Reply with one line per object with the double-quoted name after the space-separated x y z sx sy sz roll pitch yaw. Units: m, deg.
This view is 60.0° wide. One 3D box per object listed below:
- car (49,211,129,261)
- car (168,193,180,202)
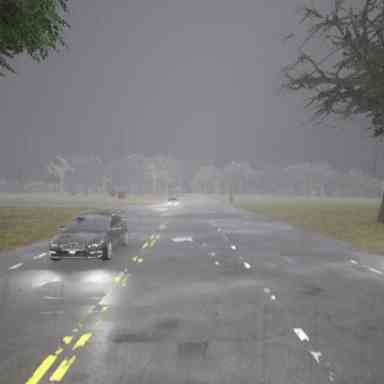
-3.573 1.523 12.315 1.837 1.490 4.892 0 0 0 "car"
-3.996 1.411 69.483 1.895 1.301 4.718 0 0 -1 "car"
